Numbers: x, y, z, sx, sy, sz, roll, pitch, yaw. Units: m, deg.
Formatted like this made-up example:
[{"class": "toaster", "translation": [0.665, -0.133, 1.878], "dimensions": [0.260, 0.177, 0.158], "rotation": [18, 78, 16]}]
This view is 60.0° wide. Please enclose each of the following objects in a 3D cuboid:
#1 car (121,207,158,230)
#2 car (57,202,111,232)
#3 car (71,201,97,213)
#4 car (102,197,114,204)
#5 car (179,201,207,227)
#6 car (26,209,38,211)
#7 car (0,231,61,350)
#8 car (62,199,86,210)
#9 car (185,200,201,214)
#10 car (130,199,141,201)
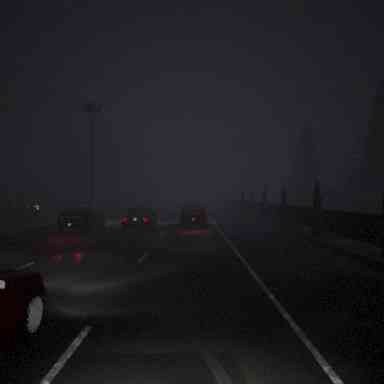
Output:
[{"class": "car", "translation": [-3.404, 1.721, 22.369], "dimensions": [2.033, 1.411, 5.357], "rotation": [0, 0, 0]}, {"class": "car", "translation": [-6.903, 1.656, 21.162], "dimensions": [2.128, 1.511, 4.902], "rotation": [0, 0, 0]}, {"class": "car", "translation": [-14.086, 1.902, 43.556], "dimensions": [1.994, 1.385, 4.181], "rotation": [0, -1, 0]}, {"class": "car", "translation": [-21.403, 2.127, 84.689], "dimensions": [1.882, 1.535, 5.008], "rotation": [0, 0, -2]}, {"class": "car", "translation": [0.097, 1.666, 24.275], "dimensions": [1.882, 1.535, 5.008], "rotation": [0, -1, 0]}, {"class": "car", "translation": [-21.090, 1.840, 43.061], "dimensions": [1.837, 1.490, 4.892], "rotation": [0, -1, 0]}, {"class": "car", "translation": [-3.402, 1.507, 3.633], "dimensions": [1.882, 1.535, 5.008], "rotation": [0, 0, 0]}, {"class": "car", "translation": [-17.574, 1.863, 49.852], "dimensions": [1.882, 1.535, 5.008], "rotation": [0, -1, 0]}, {"class": "car", "translation": [0.093, 1.800, 41.570], "dimensions": [1.882, 1.535, 5.008], "rotation": [0, -1, 0]}, {"class": "car", "translation": [-14.404, 1.876, 84.850], "dimensions": [2.150, 2.045, 5.566], "rotation": [0, 0, -2]}]
